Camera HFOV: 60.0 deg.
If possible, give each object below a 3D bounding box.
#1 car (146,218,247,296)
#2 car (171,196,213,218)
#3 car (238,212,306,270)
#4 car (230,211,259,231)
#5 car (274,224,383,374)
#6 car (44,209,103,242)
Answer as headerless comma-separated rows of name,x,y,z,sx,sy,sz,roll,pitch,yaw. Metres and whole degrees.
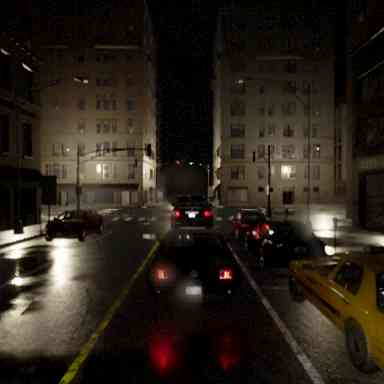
car,0.047,1.597,8.579,1.895,1.301,4.718,0,0,0
car,-0.001,1.213,18.571,2.150,2.045,5.566,0,0,0
car,2.867,1.561,10.826,1.947,1.339,4.313,-1,0,0
car,2.868,1.575,16.412,1.802,1.307,4.206,-1,0,0
car,2.865,1.523,5.410,1.752,1.417,4.829,-1,0,0
car,-5.677,1.537,16.411,1.887,1.381,4.507,-1,0,0
